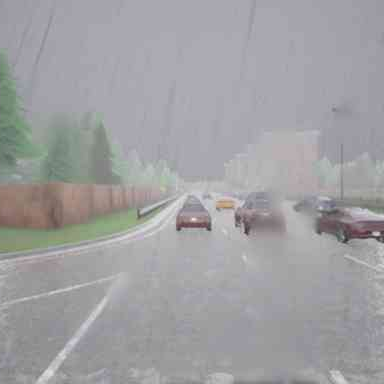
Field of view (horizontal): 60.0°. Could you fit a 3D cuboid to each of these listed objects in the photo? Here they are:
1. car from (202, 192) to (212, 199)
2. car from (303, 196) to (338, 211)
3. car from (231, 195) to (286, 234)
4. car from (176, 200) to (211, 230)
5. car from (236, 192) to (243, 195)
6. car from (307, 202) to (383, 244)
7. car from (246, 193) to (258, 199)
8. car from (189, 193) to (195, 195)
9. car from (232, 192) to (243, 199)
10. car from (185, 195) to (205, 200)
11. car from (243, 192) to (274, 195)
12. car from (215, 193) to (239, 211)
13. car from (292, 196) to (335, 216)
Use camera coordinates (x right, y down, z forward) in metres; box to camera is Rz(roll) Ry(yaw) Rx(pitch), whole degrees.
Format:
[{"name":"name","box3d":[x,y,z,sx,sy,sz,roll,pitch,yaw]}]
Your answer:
[{"name":"car","box3d":[3.463,0.786,78.059,2.097,1.767,4.553,0,0,0]},{"name":"car","box3d":[14.089,1.209,36.752,1.882,1.535,5.008,0,0,0]},{"name":"car","box3d":[3.594,1.218,18.279,2.097,1.767,4.553,0,0,0]},{"name":"car","box3d":[0.094,1.419,19.710,1.994,1.385,4.181,0,0,0]},{"name":"car","box3d":[10.479,1.009,67.259,2.128,1.511,4.902,0,0,0]},{"name":"car","box3d":[7.095,1.415,15.109,1.812,1.442,4.674,0,0,0]},{"name":"car","box3d":[13.964,0.986,77.710,1.994,1.385,4.181,0,0,0]},{"name":"car","box3d":[-0.022,0.999,71.872,1.812,1.442,4.674,0,0,0]},{"name":"car","box3d":[10.468,0.810,77.320,1.812,1.442,4.674,0,0,0]},{"name":"car","box3d":[0.088,1.301,35.985,1.994,1.385,4.181,0,0,0]},{"name":"car","box3d":[7.089,0.971,34.301,2.150,2.045,5.566,0,0,0]},{"name":"car","box3d":[3.589,1.209,36.748,1.882,1.535,5.008,0,0,0]},{"name":"car","box3d":[10.591,1.330,29.731,2.033,1.411,5.357,0,0,0]}]
